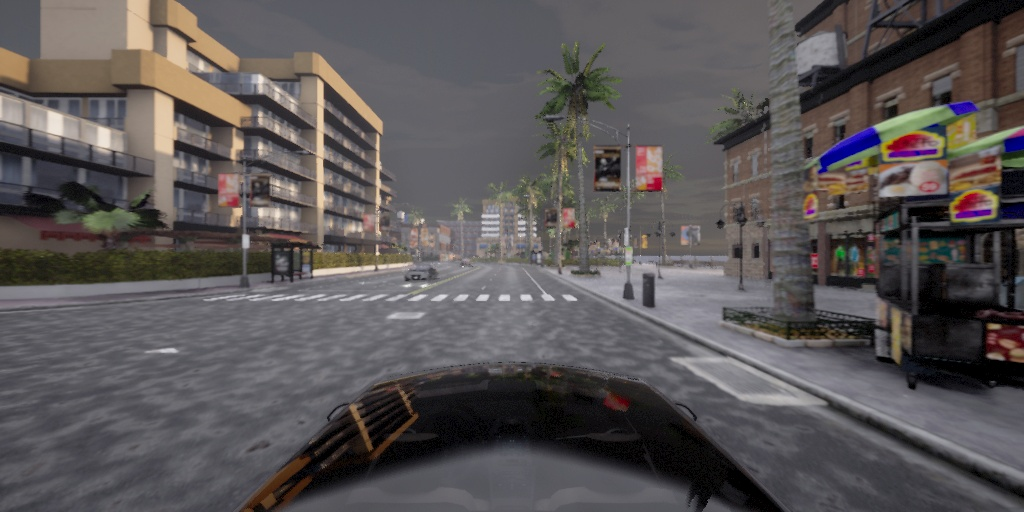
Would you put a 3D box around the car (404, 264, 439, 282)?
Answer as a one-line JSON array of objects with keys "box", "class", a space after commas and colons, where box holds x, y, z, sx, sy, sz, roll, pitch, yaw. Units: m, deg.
[{"box": [-6.984, 1.350, 28.031, 1.994, 1.385, 4.181, 0, 1, 0], "class": "car"}]
